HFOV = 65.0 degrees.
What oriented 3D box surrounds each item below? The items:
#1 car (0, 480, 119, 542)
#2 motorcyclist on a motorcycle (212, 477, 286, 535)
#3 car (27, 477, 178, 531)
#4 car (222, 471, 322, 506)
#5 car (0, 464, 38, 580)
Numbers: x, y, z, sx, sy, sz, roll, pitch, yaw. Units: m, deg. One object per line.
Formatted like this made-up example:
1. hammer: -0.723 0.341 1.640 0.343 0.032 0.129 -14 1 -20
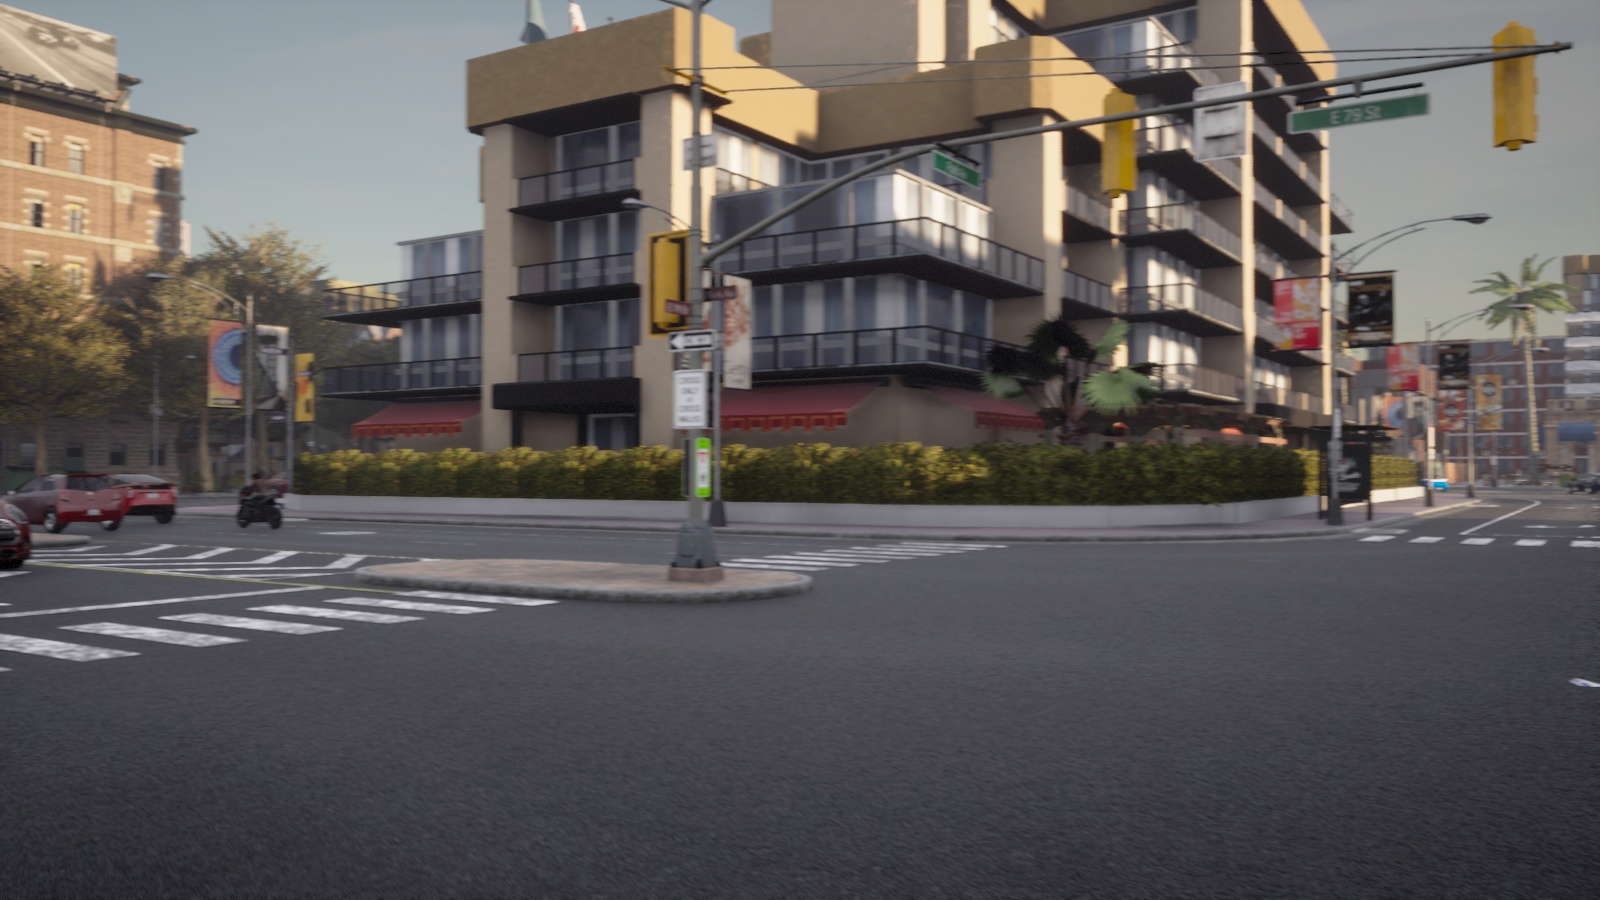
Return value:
1. car: -19.670 1.549 32.702 3.633 1.501 1.845 -1 -1 32
2. motorcyclist on a motorcycle: -14.836 1.495 33.795 2.044 1.523 0.797 -1 -1 32
3. car: -20.892 1.575 37.567 4.514 1.525 2.007 -1 -1 32
4. car: -28.280 2.055 67.397 2.097 1.767 4.553 -1 -1 32
5. car: -14.389 1.133 19.928 4.553 1.767 2.097 -1 -1 32
